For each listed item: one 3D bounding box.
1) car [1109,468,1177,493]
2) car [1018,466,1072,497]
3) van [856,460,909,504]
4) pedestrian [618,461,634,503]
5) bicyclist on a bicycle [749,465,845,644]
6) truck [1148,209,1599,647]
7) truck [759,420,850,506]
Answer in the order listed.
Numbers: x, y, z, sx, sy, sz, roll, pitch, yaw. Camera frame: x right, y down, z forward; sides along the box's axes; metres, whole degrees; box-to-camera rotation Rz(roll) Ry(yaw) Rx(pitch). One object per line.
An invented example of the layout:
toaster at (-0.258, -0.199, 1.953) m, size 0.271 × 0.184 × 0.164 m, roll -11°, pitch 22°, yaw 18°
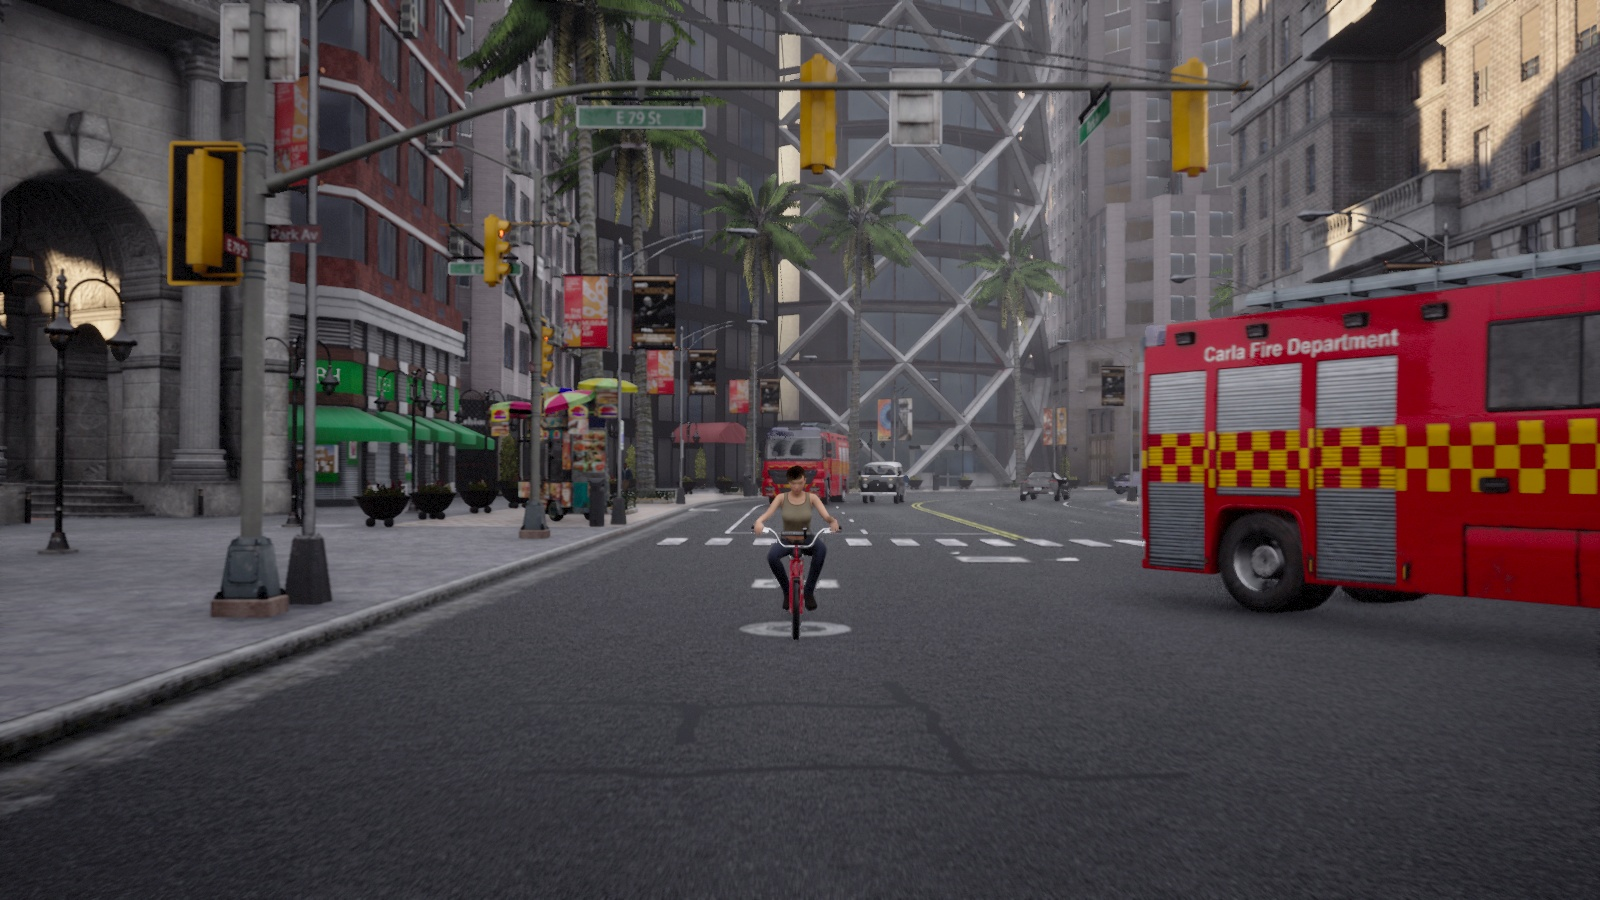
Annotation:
car at (24.035, 2.121, 87.949) m, size 4.856 × 1.649 × 2.033 m, roll 0°, pitch -1°, yaw -36°
car at (13.534, 1.697, 69.151) m, size 2.152 × 1.651 × 5.027 m, roll -1°, pitch -1°, yaw 21°
van at (4.060, 1.547, 61.243) m, size 2.069 × 2.038 × 4.480 m, roll -1°, pitch -1°, yaw 11°
pedestrian at (-8.157, 1.488, 58.802) m, size 0.423 × 1.949 × 0.788 m, roll -1°, pitch -1°, yaw 19°
bicyclist on a bicycle at (-0.025, 0.954, 12.085) m, size 0.866 × 1.612 × 1.509 m, roll 0°, pitch -1°, yaw 0°
truck at (7.750, -0.172, 12.484) m, size 2.891 × 3.827 × 8.468 m, roll 0°, pitch -1°, yaw -33°
truck at (0.357, 0.659, 60.386) m, size 2.891 × 3.827 × 8.468 m, roll 0°, pitch -1°, yaw 10°
